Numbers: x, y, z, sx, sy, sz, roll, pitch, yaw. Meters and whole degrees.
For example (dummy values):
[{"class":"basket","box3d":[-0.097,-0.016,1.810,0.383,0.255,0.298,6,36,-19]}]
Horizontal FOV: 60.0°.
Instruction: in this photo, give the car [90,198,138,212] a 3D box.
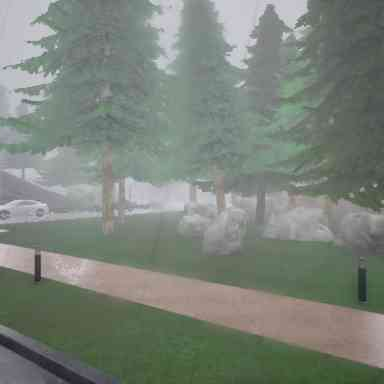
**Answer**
[{"class":"car","box3d":[-8.200,1.394,35.668,2.033,1.411,5.357,0,0,36]}]

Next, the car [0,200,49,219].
[{"class":"car","box3d":[-14.178,1.372,27.336,1.812,1.442,4.674,0,0,35]}]
